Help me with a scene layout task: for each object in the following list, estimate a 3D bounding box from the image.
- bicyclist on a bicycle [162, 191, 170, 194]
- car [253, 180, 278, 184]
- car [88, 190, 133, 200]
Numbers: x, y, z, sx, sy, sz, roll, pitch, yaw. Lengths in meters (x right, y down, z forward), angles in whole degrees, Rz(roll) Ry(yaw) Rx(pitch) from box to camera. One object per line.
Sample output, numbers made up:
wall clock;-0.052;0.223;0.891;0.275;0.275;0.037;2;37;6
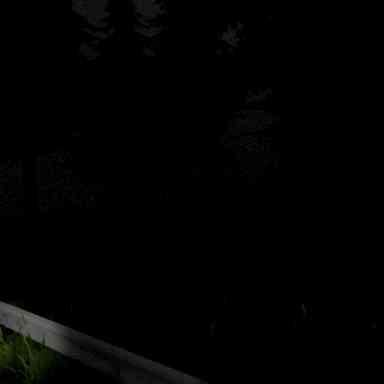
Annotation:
bicyclist on a bicycle;-2.234;0.269;28.847;0.582;1.620;1.656;1;4;-28
car;7.761;-0.540;37.922;5.008;1.535;1.882;-4;0;1
car;-8.151;0.593;32.982;4.553;1.767;2.097;-5;2;-29
